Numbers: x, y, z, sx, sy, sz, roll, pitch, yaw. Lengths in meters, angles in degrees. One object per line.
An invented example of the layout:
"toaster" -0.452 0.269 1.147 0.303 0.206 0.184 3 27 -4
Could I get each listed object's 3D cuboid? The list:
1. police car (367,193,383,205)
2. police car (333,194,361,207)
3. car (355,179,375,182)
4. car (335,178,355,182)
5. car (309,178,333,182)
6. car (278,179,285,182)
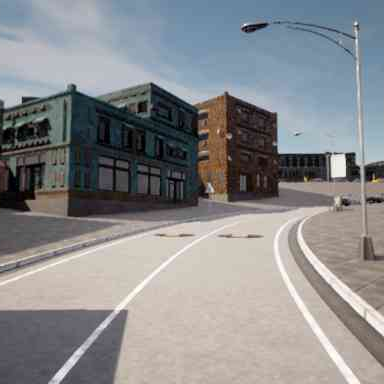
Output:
"police car" 27.428 1.004 48.216 5.238 1.638 1.930 -1 -3 -33
"police car" 19.842 1.118 42.423 5.238 1.638 1.930 -1 -3 -42
"car" 42.782 -2.635 83.957 4.674 1.452 2.002 0 -5 -3
"car" 37.242 -2.686 83.659 4.892 1.521 2.231 0 -5 -2
"car" 31.725 -2.671 83.462 4.892 1.521 2.231 0 -5 -2
"car" 20.790 -2.742 83.097 4.553 1.767 2.185 0 -5 -2
